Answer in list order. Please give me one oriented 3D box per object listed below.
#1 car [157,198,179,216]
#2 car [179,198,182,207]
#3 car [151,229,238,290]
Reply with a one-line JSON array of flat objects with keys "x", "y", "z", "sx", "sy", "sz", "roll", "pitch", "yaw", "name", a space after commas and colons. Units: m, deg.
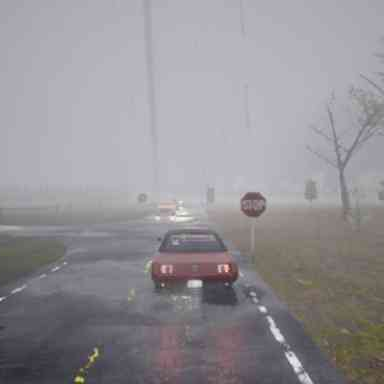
[{"x": -2.819, "y": 1.766, "z": 37.349, "sx": 1.882, "sy": 1.535, "sz": 5.008, "roll": 0, "pitch": 0, "yaw": 0, "name": "car"}, {"x": -2.803, "y": 1.868, "z": 47.486, "sx": 1.837, "sy": 1.490, "sz": 4.892, "roll": 0, "pitch": 0, "yaw": 0, "name": "car"}, {"x": -0.036, "y": 1.675, "z": 9.283, "sx": 1.895, "sy": 1.301, "sz": 4.718, "roll": 0, "pitch": 0, "yaw": -3, "name": "car"}]
